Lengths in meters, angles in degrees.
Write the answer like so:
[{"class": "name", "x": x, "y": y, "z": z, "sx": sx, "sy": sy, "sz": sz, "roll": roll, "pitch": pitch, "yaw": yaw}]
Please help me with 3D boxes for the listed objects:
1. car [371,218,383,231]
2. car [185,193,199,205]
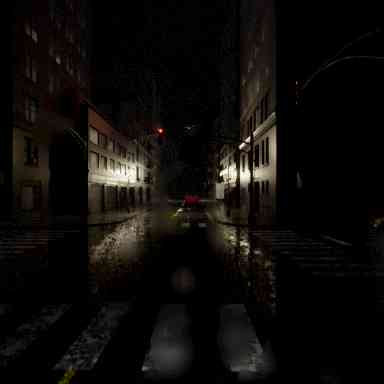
[{"class": "car", "x": 12.383, "y": 1.514, "z": 18.053, "sx": 4.829, "sy": 1.417, "sz": 1.752, "roll": 0, "pitch": 0, "yaw": 0}, {"class": "car", "x": -0.025, "y": 1.182, "z": 56.446, "sx": 2.150, "sy": 2.045, "sz": 5.566, "roll": 0, "pitch": -1, "yaw": 0}]
